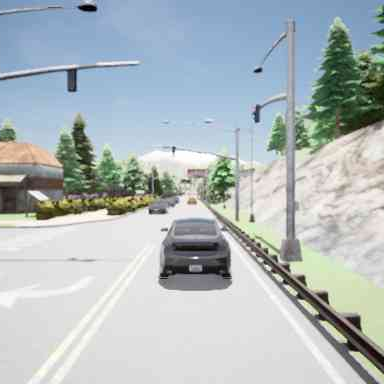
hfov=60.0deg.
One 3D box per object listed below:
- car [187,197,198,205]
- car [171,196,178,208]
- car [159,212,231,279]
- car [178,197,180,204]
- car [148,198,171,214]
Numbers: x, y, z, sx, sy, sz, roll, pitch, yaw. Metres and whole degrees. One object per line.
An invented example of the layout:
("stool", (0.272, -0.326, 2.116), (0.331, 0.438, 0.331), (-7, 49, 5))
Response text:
("car", (0.013, 1.606, 62.800), (1.882, 1.535, 5.008), (0, 0, 0))
("car", (-3.565, 1.630, 51.406), (1.812, 1.442, 4.674), (0, 0, 0))
("car", (0.080, 1.526, 10.120), (1.837, 1.490, 4.892), (0, 0, 0))
("car", (-3.486, 1.641, 68.135), (1.837, 1.490, 4.892), (0, 0, 0))
("car", (-3.586, 1.575, 35.967), (1.837, 1.490, 4.892), (0, 1, 0))
